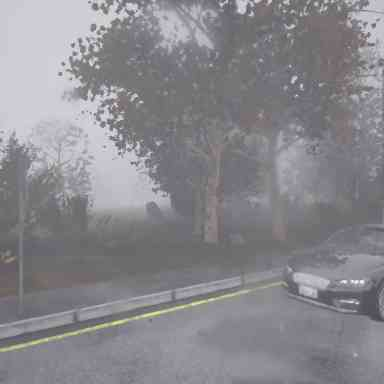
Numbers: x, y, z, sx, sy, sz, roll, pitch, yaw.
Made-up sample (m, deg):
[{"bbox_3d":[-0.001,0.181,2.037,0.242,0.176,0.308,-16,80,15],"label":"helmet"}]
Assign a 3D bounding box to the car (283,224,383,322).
[{"bbox_3d":[4.042,1.493,7.308,4.902,1.511,2.128,0,0,-36],"label":"car"}]
